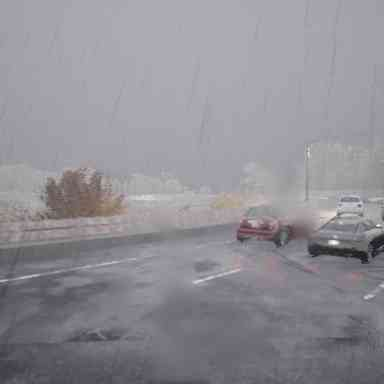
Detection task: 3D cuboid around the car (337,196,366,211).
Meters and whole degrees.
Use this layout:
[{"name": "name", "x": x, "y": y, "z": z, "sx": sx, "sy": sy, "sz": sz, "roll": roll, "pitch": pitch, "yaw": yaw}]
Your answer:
[{"name": "car", "x": 15.222, "y": 1.365, "z": 31.789, "sx": 2.150, "sy": 2.045, "sz": 5.566, "roll": 0, "pitch": 0, "yaw": 28}]

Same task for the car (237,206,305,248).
[{"name": "car", "x": 4.033, "y": 1.409, "z": 15.525, "sx": 2.097, "sy": 1.767, "sz": 4.553, "roll": 0, "pitch": 0, "yaw": 40}]

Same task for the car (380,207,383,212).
[{"name": "car", "x": 17.207, "y": 1.645, "z": 28.190, "sx": 1.837, "sy": 1.490, "sz": 4.892, "roll": 0, "pitch": 0, "yaw": 31}]

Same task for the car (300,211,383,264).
[{"name": "car", "x": 5.898, "y": 1.619, "z": 12.330, "sx": 1.994, "sy": 1.385, "sz": 4.181, "roll": 0, "pitch": 0, "yaw": 40}]
